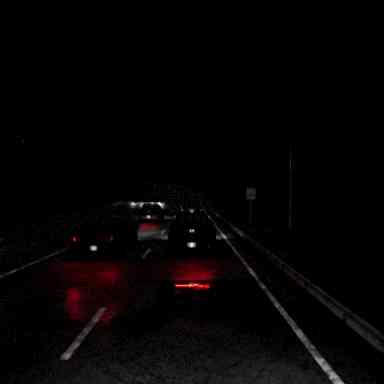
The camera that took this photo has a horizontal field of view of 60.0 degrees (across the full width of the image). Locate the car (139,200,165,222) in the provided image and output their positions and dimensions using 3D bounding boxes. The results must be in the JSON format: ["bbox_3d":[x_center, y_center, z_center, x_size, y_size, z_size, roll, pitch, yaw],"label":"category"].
[{"bbox_3d":[-3.509,1.774,29.317,1.837,1.490,4.892,0,0,0],"label":"car"}]

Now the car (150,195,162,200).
[{"bbox_3d":[-7.044,1.264,65.521,1.895,1.301,4.718,0,2,0],"label":"car"}]

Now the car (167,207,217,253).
[{"bbox_3d":[-0.003,1.638,14.288,1.837,1.490,4.892,0,0,0],"label":"car"}]

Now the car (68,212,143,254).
[{"bbox_3d":[-3.505,1.729,14.087,1.895,1.301,4.718,0,0,0],"label":"car"}]

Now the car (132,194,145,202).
[{"bbox_3d":[-10.545,1.140,65.511,1.882,1.535,5.008,0,2,0],"label":"car"}]

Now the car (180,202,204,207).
[{"bbox_3d":[-0.011,1.614,29.079,2.097,1.767,4.553,0,-1,0],"label":"car"}]
